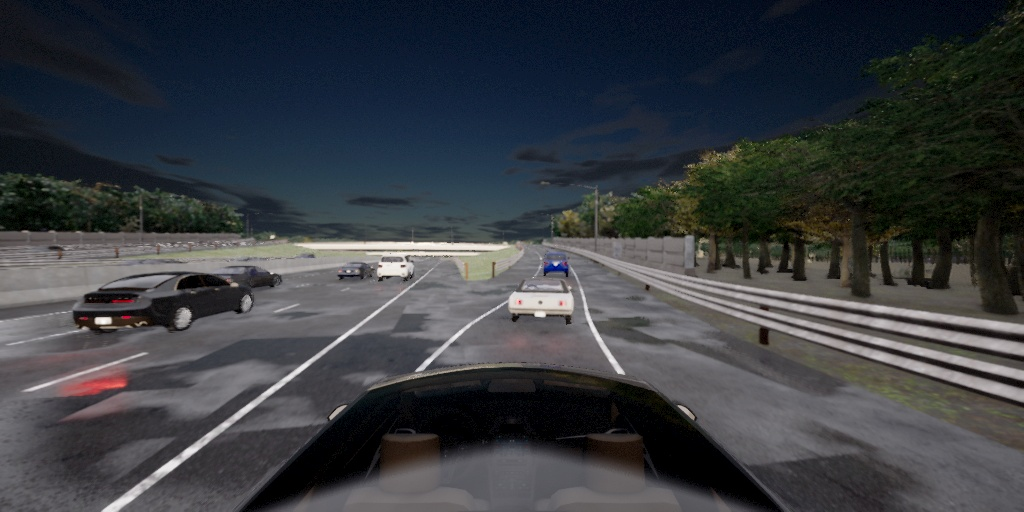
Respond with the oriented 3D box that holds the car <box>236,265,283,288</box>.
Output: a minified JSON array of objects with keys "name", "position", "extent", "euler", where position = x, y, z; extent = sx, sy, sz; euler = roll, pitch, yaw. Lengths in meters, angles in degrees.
[{"name":"car","position":[-14.639,1.214,19.567],"extent":[2.033,1.411,5.357],"euler":[0,0,-10]}]

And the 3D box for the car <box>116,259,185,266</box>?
[{"name":"car","position":[-30.999,1.047,31.417],"extent":[2.128,1.511,4.902],"euler":[0,0,-9]}]

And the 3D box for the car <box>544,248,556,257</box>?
[{"name":"car","position":[6.722,-0.600,63.887],"extent":[1.994,1.385,4.181],"euler":[0,3,2]}]

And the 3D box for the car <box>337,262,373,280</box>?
[{"name":"car","position":[-12.741,1.188,29.519],"extent":[2.033,1.411,5.357],"euler":[0,0,-9]}]

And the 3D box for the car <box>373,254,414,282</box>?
[{"name":"car","position":[-9.097,0.886,28.350],"extent":[2.150,2.045,5.566],"euler":[0,0,-9]}]

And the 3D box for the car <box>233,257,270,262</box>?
[{"name":"car","position":[-33.659,0.948,47.279],"extent":[2.033,1.411,5.357],"euler":[0,1,-9]}]

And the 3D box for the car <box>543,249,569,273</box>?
[{"name":"car","position":[3.963,0.677,32.259],"extent":[2.150,2.045,5.566],"euler":[0,2,7]}]

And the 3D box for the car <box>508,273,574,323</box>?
[{"name":"car","position":[1.096,1.405,12.350],"extent":[1.895,1.301,4.718],"euler":[0,-1,7]}]

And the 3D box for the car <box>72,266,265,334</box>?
[{"name":"car","position":[-9.591,1.206,10.464],"extent":[1.837,1.490,4.892],"euler":[0,0,-9]}]

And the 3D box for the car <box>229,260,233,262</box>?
[{"name":"car","position":[-37.763,0.832,50.668],"extent":[1.882,1.535,5.008],"euler":[0,1,-9]}]
